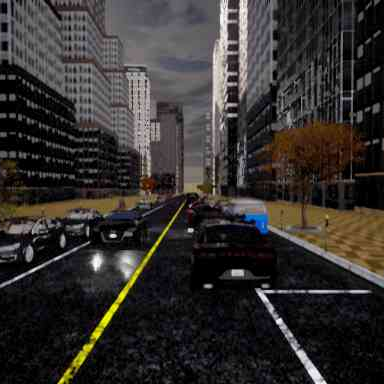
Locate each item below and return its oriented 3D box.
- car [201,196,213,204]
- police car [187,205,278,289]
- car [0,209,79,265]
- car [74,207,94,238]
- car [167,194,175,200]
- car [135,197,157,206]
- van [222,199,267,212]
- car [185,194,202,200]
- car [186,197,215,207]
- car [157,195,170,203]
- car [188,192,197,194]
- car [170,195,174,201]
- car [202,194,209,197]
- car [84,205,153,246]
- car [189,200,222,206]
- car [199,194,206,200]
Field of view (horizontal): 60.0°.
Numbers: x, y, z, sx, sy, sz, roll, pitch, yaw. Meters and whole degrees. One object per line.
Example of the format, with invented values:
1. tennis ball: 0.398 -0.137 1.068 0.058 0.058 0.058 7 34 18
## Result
1. car: 2.710 1.384 61.936 1.947 1.339 4.313 -1 0 0
2. police car: 0.905 1.393 9.173 1.930 1.638 5.238 0 0 0
3. car: -5.695 1.512 11.317 2.008 1.369 4.403 -1 0 0
4. car: -5.693 1.494 16.941 2.008 1.369 4.403 -1 0 0
5. car: -5.656 1.338 90.065 1.802 1.307 4.206 -1 0 0
6. car: -5.682 1.428 39.441 2.008 1.369 4.403 -1 0 0
7. van: 2.683 1.284 16.937 1.690 1.788 3.998 -1 0 0
8. car: 0.056 1.361 46.828 1.837 1.490 4.892 0 0 1
9. car: 0.775 1.398 25.100 1.882 1.535 5.008 0 0 3
10. car: -5.673 1.258 61.940 1.967 1.590 4.097 -1 0 0
11. car: 0.031 1.042 60.847 2.150 2.045 5.566 0 0 0
12. car: -5.662 1.325 78.816 1.887 1.381 4.507 -1 0 0
13. car: 2.704 1.371 50.858 1.752 1.417 4.829 -1 0 0
14. car: -3.091 1.513 14.974 1.994 1.385 4.181 0 0 0
15. car: 0.911 1.442 19.063 1.837 1.490 4.892 0 0 0
16. car: 2.723 1.282 90.231 1.752 1.417 4.829 -1 0 0
